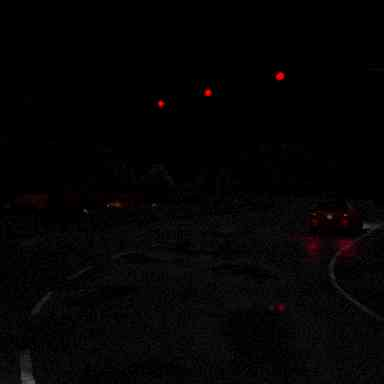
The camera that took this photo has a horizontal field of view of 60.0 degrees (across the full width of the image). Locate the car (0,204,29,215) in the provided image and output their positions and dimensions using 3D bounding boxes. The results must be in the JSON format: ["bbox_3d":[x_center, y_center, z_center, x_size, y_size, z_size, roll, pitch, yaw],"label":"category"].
[{"bbox_3d":[-17.092,1.879,32.106,1.812,1.442,4.674,-1,0,36],"label":"car"}]

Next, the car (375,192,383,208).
[{"bbox_3d":[25.212,1.022,43.395,2.150,2.045,5.566,-1,0,31],"label":"car"}]

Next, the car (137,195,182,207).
[{"bbox_3d":[-3.726,1.542,38.707,2.097,1.767,4.553,-1,0,36],"label":"car"}]

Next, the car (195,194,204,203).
[{"bbox_3d":[3.052,1.670,61.137,2.128,1.511,4.902,-1,0,29],"label":"car"}]

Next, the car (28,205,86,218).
[{"bbox_3d":[-11.162,1.819,28.375,1.994,1.385,4.181,-1,0,36],"label":"car"}]

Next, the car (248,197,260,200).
[{"bbox_3d":[11.633,1.627,62.985,1.994,1.385,4.181,-1,0,25],"label":"car"}]

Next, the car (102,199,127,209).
[{"bbox_3d":[-10.488,1.795,47.243,1.882,1.535,5.008,-1,0,36],"label":"car"}]

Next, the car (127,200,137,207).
[{"bbox_3d":[-6.050,1.476,47.418,2.150,2.045,5.566,-1,0,36],"label":"car"}]

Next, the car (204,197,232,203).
[{"bbox_3d":[4.480,1.608,50.313,2.128,1.511,4.902,-1,0,34],"label":"car"}]

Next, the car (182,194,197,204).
[{"bbox_3d":[0.039,1.451,62.859,2.150,2.045,5.566,-1,-1,30],"label":"car"}]

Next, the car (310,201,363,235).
[{"bbox_3d":[8.282,1.296,18.874,2.097,1.767,4.553,-1,0,34],"label":"car"}]
